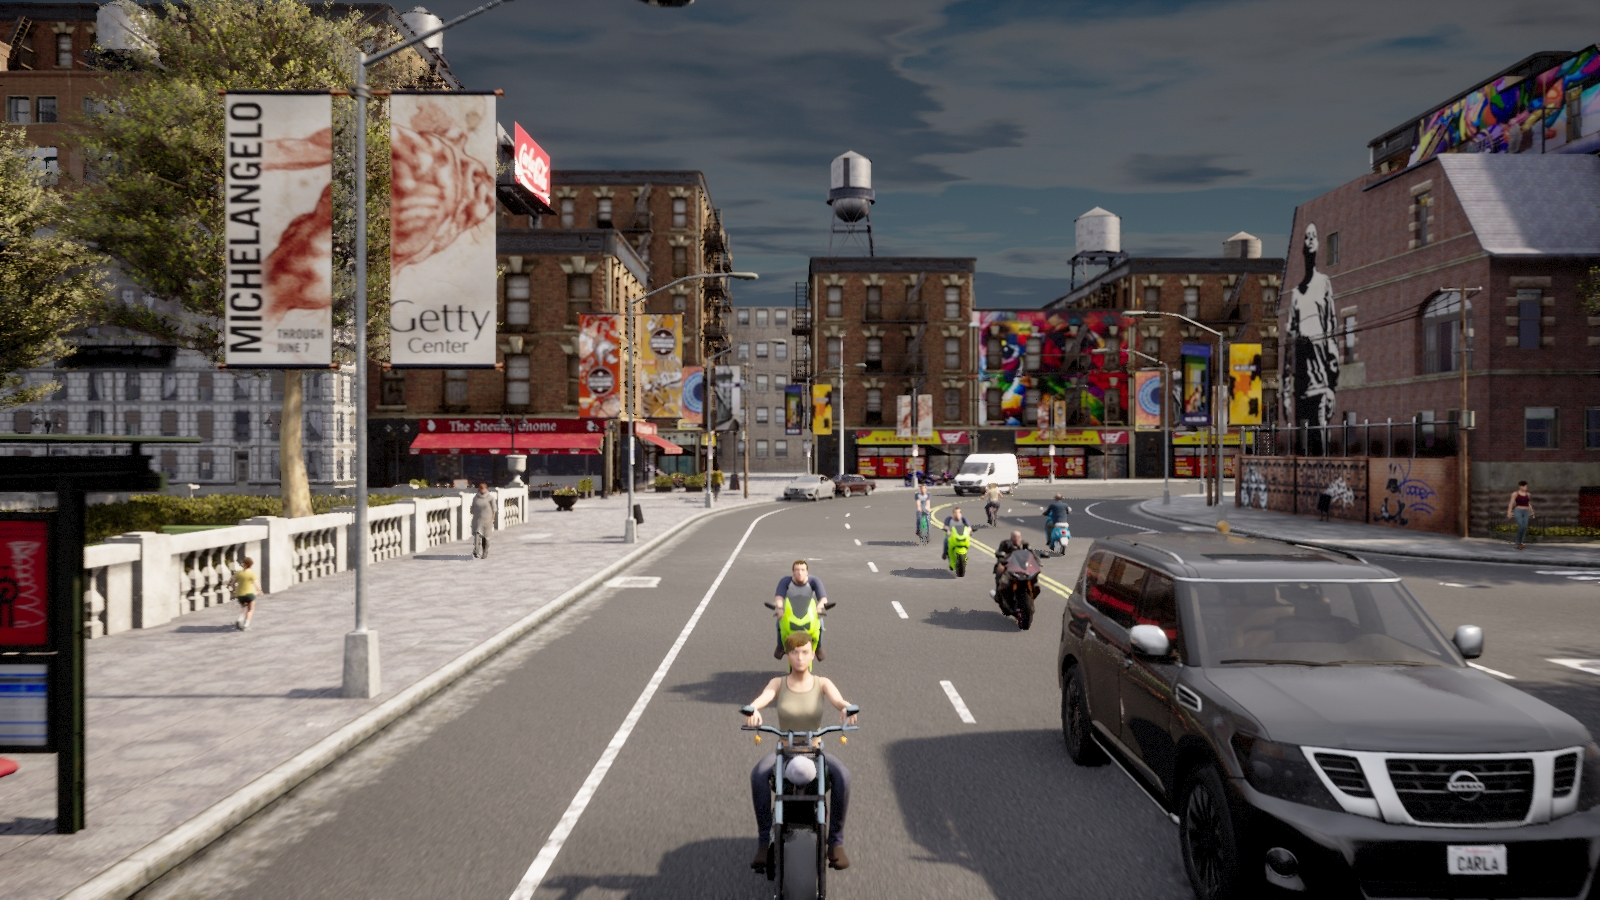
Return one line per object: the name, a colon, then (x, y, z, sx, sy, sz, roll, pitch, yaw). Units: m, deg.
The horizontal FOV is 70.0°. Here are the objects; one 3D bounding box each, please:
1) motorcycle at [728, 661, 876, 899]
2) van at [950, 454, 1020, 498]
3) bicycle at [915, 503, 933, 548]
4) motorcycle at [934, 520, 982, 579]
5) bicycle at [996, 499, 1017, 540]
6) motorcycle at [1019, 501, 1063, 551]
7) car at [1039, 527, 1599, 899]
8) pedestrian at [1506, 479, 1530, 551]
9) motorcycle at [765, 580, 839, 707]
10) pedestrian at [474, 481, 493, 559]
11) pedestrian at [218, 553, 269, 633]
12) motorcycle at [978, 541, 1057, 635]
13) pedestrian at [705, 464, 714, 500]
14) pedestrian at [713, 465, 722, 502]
motorcycle: (0.010, 2.170, 7.088, 0.764, 1.277, 2.356, 0, 0, 0)
van: (11.398, 1.531, 70.041, 1.988, 2.561, 5.915, 0, 0, 33)
bicycle: (3.611, 2.205, 33.444, 0.373, 1.196, 1.643, 0, 0, 1)
motorcycle: (3.530, 2.212, 25.615, 0.803, 1.145, 2.033, 0, 0, 0)
bicycle: (6.607, 2.204, 36.513, 0.373, 1.196, 1.643, 0, 0, 0)
motorcycle: (6.915, 2.168, 32.935, 0.764, 1.277, 2.356, 0, 0, 0)
car: (3.472, 1.781, 8.694, 2.150, 2.045, 5.566, 0, 0, 0)
pedestrian: (18.745, 1.695, 29.830, 0.375, 1.860, 0.375, 0, 0, -1)
motorcycle: (0.021, 2.212, 13.395, 0.803, 1.145, 2.033, 0, 0, 0)
pedestrian: (-7.693, 1.695, 27.782, 0.375, 1.860, 0.375, 0, 0, -3)
pedestrian: (-8.115, 2.075, 16.679, 0.500, 1.100, 0.500, 0, 0, 0)
motorcycle: (3.506, 2.204, 18.601, 0.867, 1.251, 2.209, 0, 0, 0)
pedestrian: (-4.769, 1.695, 60.197, 0.375, 1.860, 0.375, 0, 0, 11)
pedestrian: (-4.164, 1.694, 57.333, 0.375, 1.860, 0.375, 0, 0, 9)
